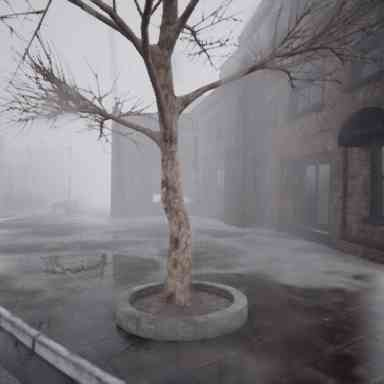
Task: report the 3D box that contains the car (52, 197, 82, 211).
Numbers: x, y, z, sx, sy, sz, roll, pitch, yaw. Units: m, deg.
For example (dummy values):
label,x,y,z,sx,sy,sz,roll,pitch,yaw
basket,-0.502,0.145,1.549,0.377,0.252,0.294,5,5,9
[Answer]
label,x,y,z,sx,sy,sz,roll,pitch,yaw
car,-16.915,1.728,44.386,1.812,1.442,4.674,1,0,8

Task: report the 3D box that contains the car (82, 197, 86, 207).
label,x,y,z,sx,sy,sz,roll,pitch,yaw
car,-19.232,1.580,54.383,2.097,1.767,4.553,1,0,8
